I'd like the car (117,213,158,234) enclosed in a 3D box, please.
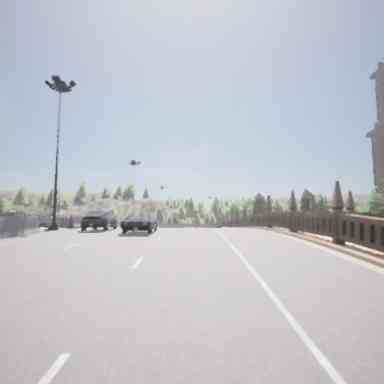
[{"bbox_3d":[-3.400,2.063,22.256,1.895,1.301,4.718,0,-3,0],"label":"car"}]

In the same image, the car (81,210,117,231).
[{"bbox_3d":[-6.898,2.154,25.203,1.837,1.490,4.892,0,-4,0],"label":"car"}]

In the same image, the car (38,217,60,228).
[{"bbox_3d":[-21.055,4.481,48.755,1.837,1.490,4.892,0,-6,0],"label":"car"}]

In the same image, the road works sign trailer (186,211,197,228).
[{"bbox_3d":[-0.128,6.085,73.691,2.380,3.560,2.880,0,-6,3],"label":"road works sign trailer"}]
